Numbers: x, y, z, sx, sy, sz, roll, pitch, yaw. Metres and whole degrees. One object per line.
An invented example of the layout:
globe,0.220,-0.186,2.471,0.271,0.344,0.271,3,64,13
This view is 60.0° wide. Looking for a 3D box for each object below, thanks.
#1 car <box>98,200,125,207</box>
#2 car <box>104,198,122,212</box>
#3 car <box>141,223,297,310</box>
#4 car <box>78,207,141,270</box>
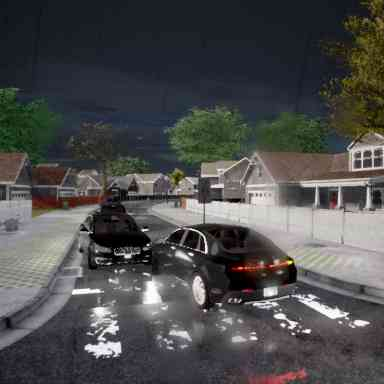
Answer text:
car,-4.856,1.498,20.501,1.837,1.490,4.892,0,0,-15
car,-9.435,1.521,39.788,1.812,1.442,4.674,0,0,-10
car,0.384,1.507,8.014,1.837,1.490,4.892,0,0,-24
car,-2.738,1.493,11.296,1.837,1.490,4.892,1,0,-24
